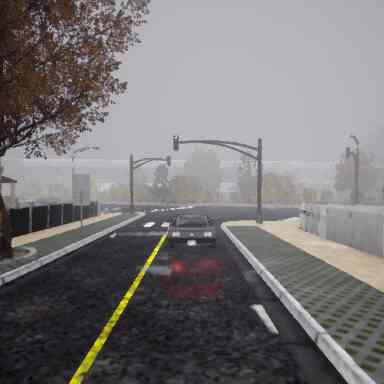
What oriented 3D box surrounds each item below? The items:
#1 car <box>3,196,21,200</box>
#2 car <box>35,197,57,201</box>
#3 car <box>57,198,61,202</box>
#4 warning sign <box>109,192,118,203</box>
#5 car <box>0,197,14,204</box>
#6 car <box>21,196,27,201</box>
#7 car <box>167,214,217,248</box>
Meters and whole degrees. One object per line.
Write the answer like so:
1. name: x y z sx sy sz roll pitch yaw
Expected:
1. car: -35.673 1.929 64.261 4.718 1.301 1.895 -1 2 36
2. car: -28.059 1.752 62.742 4.181 1.385 1.994 -1 2 36
3. car: -28.162 1.612 66.830 4.181 1.385 1.994 -1 2 36
4. warning sign: -14.247 0.995 60.260 1.060 1.860 1.300 2 1 36
5. car: -40.872 1.735 72.047 5.357 1.411 2.033 -1 2 36
6. car: -38.963 1.610 74.674 4.902 1.511 2.128 -1 2 36
7. car: 0.001 1.613 14.694 1.895 1.301 4.718 0 0 0
